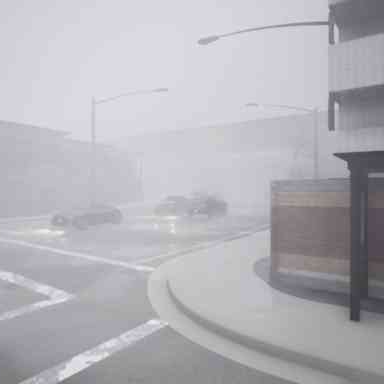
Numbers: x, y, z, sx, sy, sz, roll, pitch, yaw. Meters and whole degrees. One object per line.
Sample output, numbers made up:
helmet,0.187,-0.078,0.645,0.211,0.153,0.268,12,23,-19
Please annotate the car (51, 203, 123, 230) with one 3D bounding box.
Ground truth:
car,-6.032,1.317,19.492,1.994,1.385,4.181,0,1,32

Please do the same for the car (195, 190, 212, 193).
car,0.965,0.611,39.204,2.097,1.767,4.553,0,1,4

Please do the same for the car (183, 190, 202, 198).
car,0.038,0.302,54.279,1.895,1.301,4.718,0,0,-15

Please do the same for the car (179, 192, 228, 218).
car,1.246,1.066,25.266,2.128,1.511,4.902,0,1,24

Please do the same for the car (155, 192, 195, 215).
car,-1.501,1.055,28.282,1.812,1.442,4.674,0,1,20
